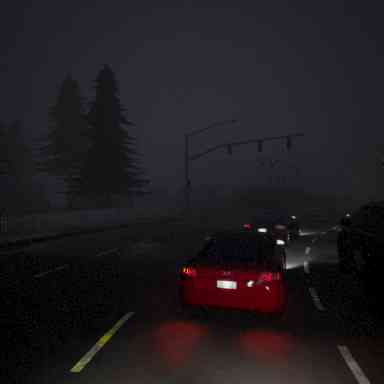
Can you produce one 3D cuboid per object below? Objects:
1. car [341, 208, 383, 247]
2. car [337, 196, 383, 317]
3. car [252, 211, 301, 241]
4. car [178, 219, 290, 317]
[{"bbox_3d":[8.379,1.564,15.885,1.994,1.385,4.181,0,0,28],"label":"car"},{"bbox_3d":[4.711,1.221,7.295,2.150,2.045,5.566,0,0,15],"label":"car"},{"bbox_3d":[3.800,1.564,15.627,1.994,1.385,4.181,0,0,26],"label":"car"},{"bbox_3d":[1.134,1.564,7.658,1.994,1.385,4.181,0,0,16],"label":"car"}]
